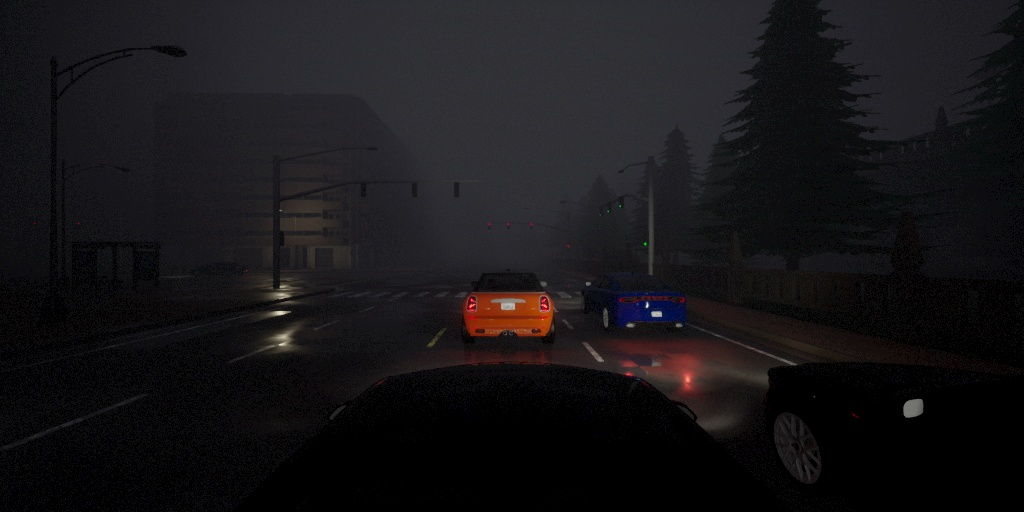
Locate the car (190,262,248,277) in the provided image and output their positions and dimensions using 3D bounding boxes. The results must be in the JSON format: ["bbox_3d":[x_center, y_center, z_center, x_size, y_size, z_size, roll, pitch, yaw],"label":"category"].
[{"bbox_3d":[-29.044,1.310,35.630,4.892,1.490,1.837,0,0,-1],"label":"car"}]

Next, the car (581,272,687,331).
[{"bbox_3d":[3.419,1.228,10.969,1.882,1.535,5.008,0,0,0],"label":"car"}]

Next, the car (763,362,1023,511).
[{"bbox_3d":[3.288,1.228,1.443,1.882,1.535,5.008,0,0,3],"label":"car"}]

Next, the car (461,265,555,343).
[{"bbox_3d":[-0.081,1.102,9.825,2.097,1.767,4.553,0,0,0],"label":"car"}]
